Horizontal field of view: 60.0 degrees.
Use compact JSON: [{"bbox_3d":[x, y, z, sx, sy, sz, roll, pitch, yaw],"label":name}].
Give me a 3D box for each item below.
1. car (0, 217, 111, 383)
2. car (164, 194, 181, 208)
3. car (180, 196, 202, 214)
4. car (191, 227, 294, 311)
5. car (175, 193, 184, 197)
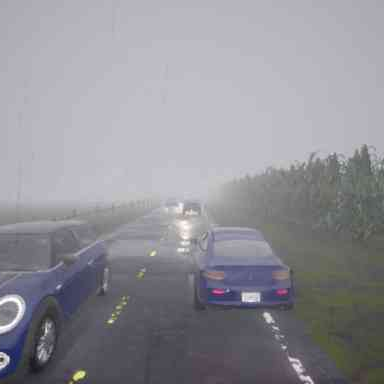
[{"bbox_3d":[-2.864,1.351,5.584,2.097,1.767,4.553,0,0,0],"label":"car"},{"bbox_3d":[-2.974,1.506,49.109,1.837,1.490,4.892,0,0,0],"label":"car"},{"bbox_3d":[-0.018,1.504,34.855,1.837,1.490,4.892,0,0,0],"label":"car"},{"bbox_3d":[0.943,1.525,7.643,1.812,1.442,4.674,0,0,0],"label":"car"},{"bbox_3d":[-2.946,1.229,74.498,2.150,2.045,5.566,0,0,0],"label":"car"}]
